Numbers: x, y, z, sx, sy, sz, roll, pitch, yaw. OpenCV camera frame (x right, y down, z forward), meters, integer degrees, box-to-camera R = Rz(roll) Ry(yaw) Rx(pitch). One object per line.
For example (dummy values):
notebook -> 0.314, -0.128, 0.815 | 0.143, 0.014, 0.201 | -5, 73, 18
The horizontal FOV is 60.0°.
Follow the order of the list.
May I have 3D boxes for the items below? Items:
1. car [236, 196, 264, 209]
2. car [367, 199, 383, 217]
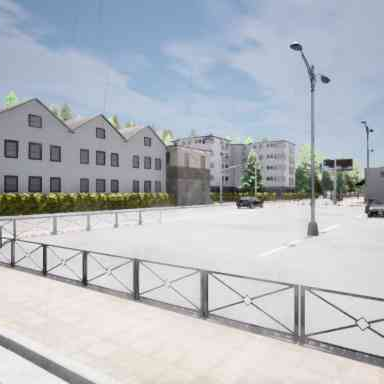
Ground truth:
car -> 7.373, 1.286, 41.946 | 1.882, 1.535, 5.008 | 0, 0, 35
car -> 15.430, 1.298, 26.804 | 2.007, 1.523, 4.514 | 0, 0, 35
